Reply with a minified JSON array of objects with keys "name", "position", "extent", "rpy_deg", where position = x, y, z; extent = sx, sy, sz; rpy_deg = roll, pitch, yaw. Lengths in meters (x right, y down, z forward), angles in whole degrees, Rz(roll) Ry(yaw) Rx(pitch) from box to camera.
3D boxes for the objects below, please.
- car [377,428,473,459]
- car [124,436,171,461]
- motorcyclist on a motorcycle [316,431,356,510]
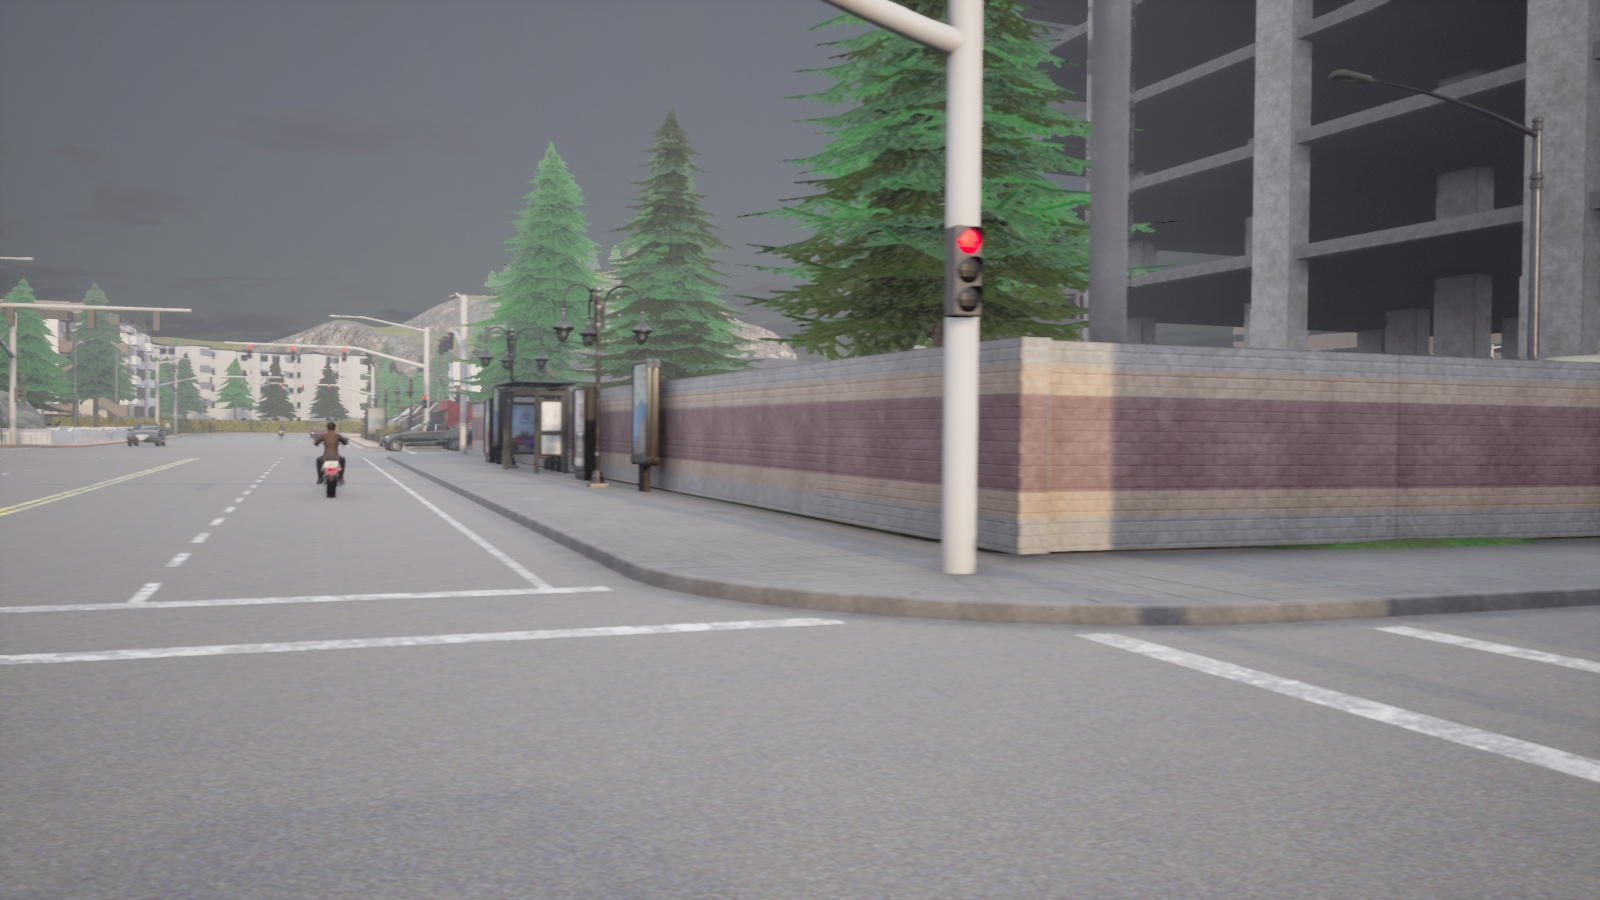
[{"name":"car","position":[-21.824,-0.411,73.033],"extent":[5.027,1.651,2.152],"rpy_deg":[-2,1,-26]},{"name":"car","position":[-42.165,-0.111,81.218],"extent":[2.128,1.511,4.902],"rpy_deg":[-1,1,-21]},{"name":"motorcyclist on a motorcycle","position":[-10.149,0.412,27.417],"extent":[0.766,1.649,2.350],"rpy_deg":[-1,1,-21]}]
